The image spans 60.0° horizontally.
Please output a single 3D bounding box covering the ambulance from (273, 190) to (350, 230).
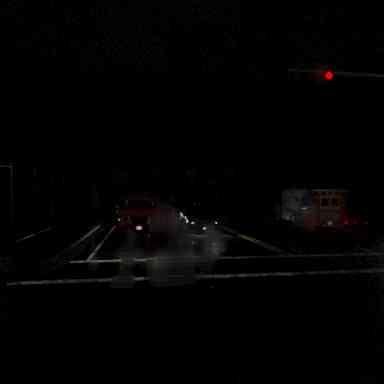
[{"bbox_3d":[7.341,1.075,21.605,2.351,2.431,6.366,0,0,-9],"label":"ambulance"}]

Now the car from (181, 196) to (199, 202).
[{"bbox_3d":[0.005,1.606,47.146,2.033,1.411,5.357,0,0,-8],"label":"car"}]

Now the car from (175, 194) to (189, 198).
[{"bbox_3d":[-1.578,1.287,57.402,2.150,2.045,5.566,0,0,-9],"label":"car"}]

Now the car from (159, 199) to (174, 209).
[{"bbox_3d":[-3.796,1.659,48.398,1.895,1.301,4.718,0,0,-8],"label":"car"}]

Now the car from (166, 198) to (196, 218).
[{"bbox_3d":[-1.146,1.572,30.428,1.812,1.442,4.674,0,0,-9],"label":"car"}]

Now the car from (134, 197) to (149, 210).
[{"bbox_3d":[-6.878,1.531,45.177,1.882,1.535,5.008,0,0,-8],"label":"car"}]

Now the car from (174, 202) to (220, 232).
[{"bbox_3d":[0.308,1.587,20.621,2.033,1.411,5.357,0,0,-9],"label":"car"}]

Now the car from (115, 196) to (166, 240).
[{"bbox_3d":[-2.778,1.258,17.615,2.150,2.045,5.566,0,0,-9],"label":"car"}]

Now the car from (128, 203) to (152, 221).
[{"bbox_3d":[-4.496,1.644,29.047,1.895,1.301,4.718,0,0,-9],"label":"car"}]
